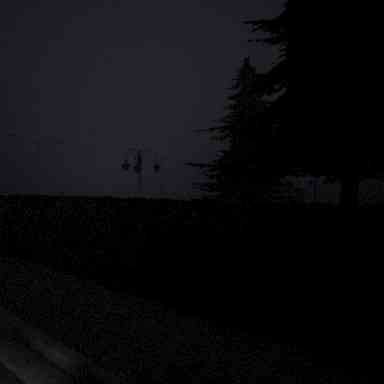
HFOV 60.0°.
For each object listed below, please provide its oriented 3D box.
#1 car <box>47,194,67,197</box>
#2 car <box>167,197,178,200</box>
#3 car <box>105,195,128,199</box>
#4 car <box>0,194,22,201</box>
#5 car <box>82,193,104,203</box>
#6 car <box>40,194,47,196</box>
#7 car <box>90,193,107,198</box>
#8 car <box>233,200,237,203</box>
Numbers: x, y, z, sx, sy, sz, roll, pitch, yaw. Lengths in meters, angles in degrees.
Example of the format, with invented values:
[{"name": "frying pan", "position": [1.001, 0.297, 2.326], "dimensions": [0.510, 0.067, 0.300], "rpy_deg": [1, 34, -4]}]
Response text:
[{"name": "car", "position": [-29.826, 1.195, 76.304], "dimensions": [2.152, 1.636, 5.027], "rpy_deg": [0, 0, 41]}, {"name": "car", "position": [-3.653, 1.572, 54.162], "dimensions": [1.845, 1.501, 3.633], "rpy_deg": [0, 0, 41]}, {"name": "car", "position": [-10.750, 1.499, 50.478], "dimensions": [1.970, 1.475, 3.806], "rpy_deg": [0, 0, 41]}, {"name": "car", "position": [-42.277, 1.225, 77.284], "dimensions": [2.007, 1.523, 4.514], "rpy_deg": [0, 0, 41]}, {"name": "car", "position": [-20.124, 1.176, 67.964], "dimensions": [1.905, 1.878, 3.866], "rpy_deg": [0, 0, 41]}, {"name": "car", "position": [-34.904, 1.242, 80.242], "dimensions": [1.970, 1.475, 3.806], "rpy_deg": [0, 0, 41]}, {"name": "car", "position": [-17.652, 1.214, 66.382], "dimensions": [1.932, 1.855, 4.605], "rpy_deg": [0, 0, 41]}, {"name": "car", "position": [5.824, 1.597, 43.825], "dimensions": [2.097, 1.767, 4.553], "rpy_deg": [0, 0, 41]}]
